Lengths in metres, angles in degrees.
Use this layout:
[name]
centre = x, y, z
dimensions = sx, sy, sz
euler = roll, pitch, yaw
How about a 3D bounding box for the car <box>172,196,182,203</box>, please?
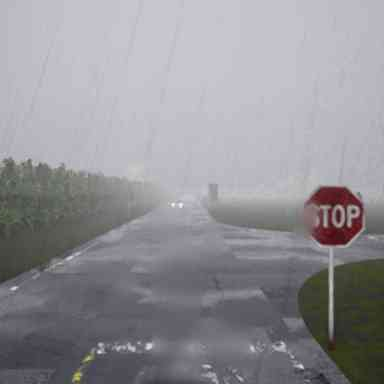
[car]
centre = -2.879, 1.532, 65.442
dimensions = 1.895, 1.301, 4.718
euler = 0, 0, 0
